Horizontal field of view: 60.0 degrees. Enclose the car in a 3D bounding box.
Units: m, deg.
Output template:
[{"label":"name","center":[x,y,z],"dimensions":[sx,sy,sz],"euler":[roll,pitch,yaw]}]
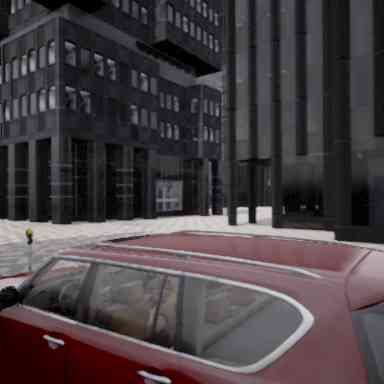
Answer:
[{"label":"car","center":[-0.429,1.330,3.272],"dimensions":[5.009,1.841,2.192],"euler":[0,0,36]}]
